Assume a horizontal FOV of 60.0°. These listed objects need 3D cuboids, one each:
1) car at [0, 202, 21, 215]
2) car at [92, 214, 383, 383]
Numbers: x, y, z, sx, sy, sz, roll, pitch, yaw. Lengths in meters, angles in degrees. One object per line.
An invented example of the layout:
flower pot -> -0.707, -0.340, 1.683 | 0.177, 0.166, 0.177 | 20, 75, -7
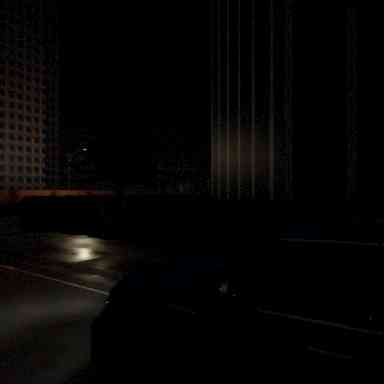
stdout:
car -> -17.449, 1.651, 31.602 | 1.895, 1.301, 4.718 | 0, 0, 35
car -> 1.558, 1.222, 2.881 | 5.566, 2.045, 2.150 | 0, 0, 35
